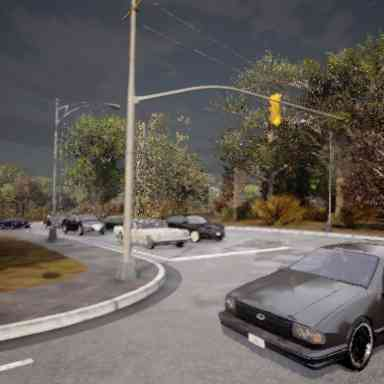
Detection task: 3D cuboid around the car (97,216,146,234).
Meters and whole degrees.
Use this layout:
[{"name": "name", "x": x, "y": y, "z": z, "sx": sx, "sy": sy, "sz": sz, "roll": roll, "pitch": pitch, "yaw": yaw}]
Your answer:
[{"name": "car", "x": -5.847, "y": 2.611, "z": 27.207, "sx": 1.895, "sy": 1.301, "sz": 4.718, "roll": 2, "pitch": -5, "yaw": -40}]

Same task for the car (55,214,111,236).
[{"name": "car", "x": -7.874, "y": 2.337, "z": 24.157, "sx": 2.128, "sy": 1.511, "sz": 4.902, "roll": 2, "pitch": -4, "yaw": -40}]

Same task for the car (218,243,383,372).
[{"name": "car", "x": 3.046, "y": 1.677, "z": 5.992, "sx": 5.357, "sy": 1.411, "sz": 2.033, "roll": 2, "pitch": -1, "yaw": -35}]

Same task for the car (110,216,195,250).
[{"name": "car", "x": -2.131, "y": 2.042, "z": 16.793, "sx": 1.895, "sy": 1.301, "sz": 4.718, "roll": 2, "pitch": -3, "yaw": -37}]

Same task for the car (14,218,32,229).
[{"name": "car", "x": -19.521, "y": 3.492, "z": 36.839, "sx": 4.718, "sy": 1.301, "sz": 1.895, "roll": -5, "pitch": -5, "yaw": 44}]

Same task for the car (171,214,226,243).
[{"name": "car", "x": -0.074, "y": 2.069, "z": 19.867, "sx": 1.882, "sy": 1.535, "sz": 5.008, "roll": 2, "pitch": -3, "yaw": -37}]

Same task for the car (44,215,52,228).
[{"name": "car", "x": -14.912, "y": 3.304, "z": 37.217, "sx": 4.902, "sy": 1.511, "sz": 2.128, "roll": -4, "pitch": -5, "yaw": 45}]
